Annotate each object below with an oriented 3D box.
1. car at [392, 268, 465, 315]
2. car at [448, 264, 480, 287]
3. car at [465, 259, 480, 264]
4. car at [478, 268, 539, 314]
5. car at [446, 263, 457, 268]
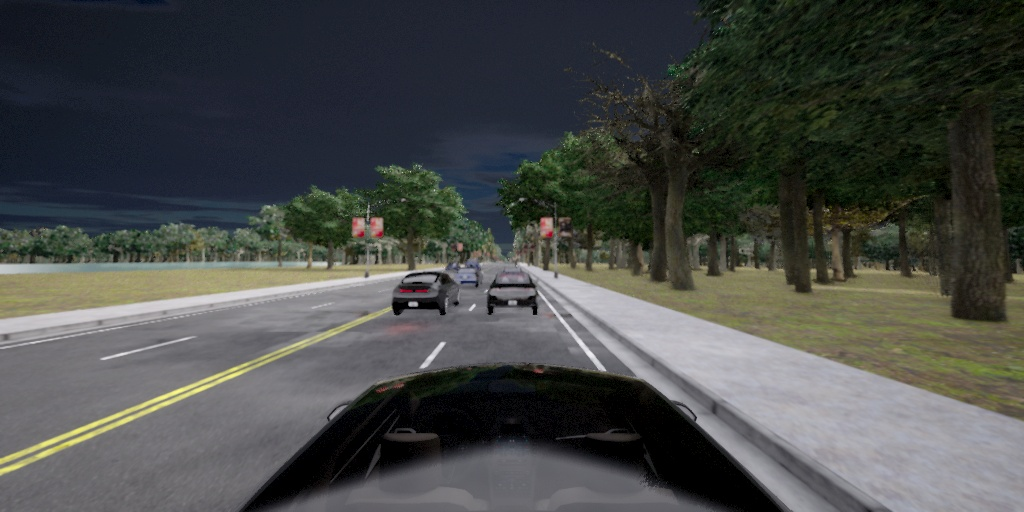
[{"bbox_3d":[-3.205,1.367,14.112,1.837,1.490,4.892,0,-1,0],"label":"car"},{"bbox_3d":[-3.221,1.530,27.116,2.033,1.411,5.357,0,-1,0],"label":"car"},{"bbox_3d":[-6.540,1.507,59.440,2.150,2.045,5.566,0,-1,1],"label":"car"},{"bbox_3d":[0.045,1.357,14.279,2.128,1.511,4.902,0,0,1],"label":"car"},{"bbox_3d":[-9.793,1.813,59.504,1.812,1.442,4.674,0,-1,1],"label":"car"}]
